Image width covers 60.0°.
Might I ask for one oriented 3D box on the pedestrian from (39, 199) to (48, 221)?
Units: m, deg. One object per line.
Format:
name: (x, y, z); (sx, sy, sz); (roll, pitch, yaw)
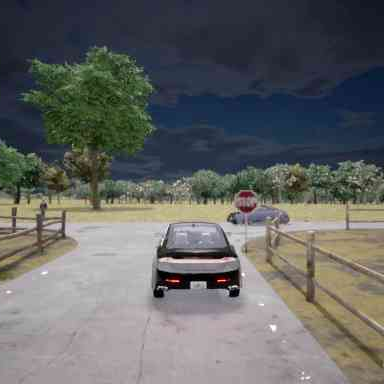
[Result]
pedestrian: (-12.116, 1.439, 27.076); (0.375, 1.860, 0.375); (0, -1, 0)

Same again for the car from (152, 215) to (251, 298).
car: (0.049, 1.505, 8.545); (2.128, 1.511, 4.902); (0, 0, -2)

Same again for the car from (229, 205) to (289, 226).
car: (4.475, 1.580, 22.668); (4.181, 1.385, 1.994); (0, -2, -19)
